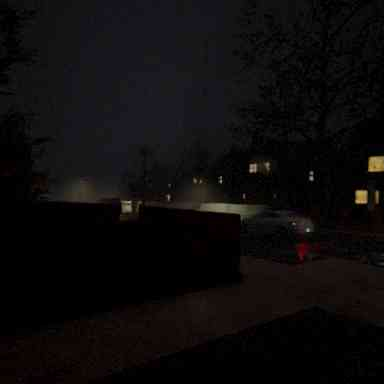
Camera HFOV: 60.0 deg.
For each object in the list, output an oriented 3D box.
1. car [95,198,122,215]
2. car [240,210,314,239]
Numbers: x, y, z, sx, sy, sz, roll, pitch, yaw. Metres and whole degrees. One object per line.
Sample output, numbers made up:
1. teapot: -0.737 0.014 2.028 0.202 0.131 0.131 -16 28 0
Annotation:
1. car: -10.378 1.747 40.453 2.150 2.045 5.566 2 -2 -35
2. car: 4.601 1.752 18.858 1.812 1.442 4.674 2 -2 -35
